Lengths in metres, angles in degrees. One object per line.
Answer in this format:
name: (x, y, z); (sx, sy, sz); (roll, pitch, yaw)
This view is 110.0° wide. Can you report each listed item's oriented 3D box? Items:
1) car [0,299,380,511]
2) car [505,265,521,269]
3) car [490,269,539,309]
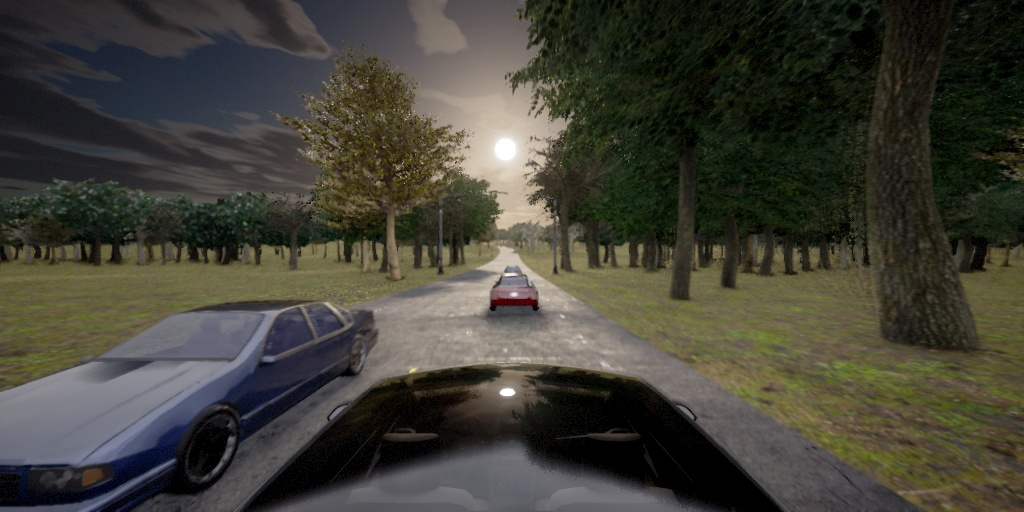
car: (-3.503, 1.328, 4.788); (2.033, 1.411, 5.357); (0, 0, 0)
car: (0.082, 1.685, 42.059); (1.994, 1.385, 4.181); (0, 0, 0)
car: (0.085, 1.450, 15.645); (1.994, 1.385, 4.181); (0, -1, 0)
